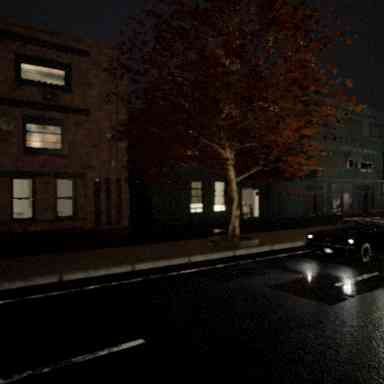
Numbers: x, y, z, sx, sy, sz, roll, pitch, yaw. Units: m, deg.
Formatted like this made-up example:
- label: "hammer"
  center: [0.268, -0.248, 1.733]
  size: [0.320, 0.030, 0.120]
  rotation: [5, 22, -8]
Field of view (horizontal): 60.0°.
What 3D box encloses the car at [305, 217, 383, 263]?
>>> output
- label: "car"
  center: [6.253, 1.620, 12.206]
  size: [4.718, 1.301, 1.895]
  rotation: [0, 0, -36]
